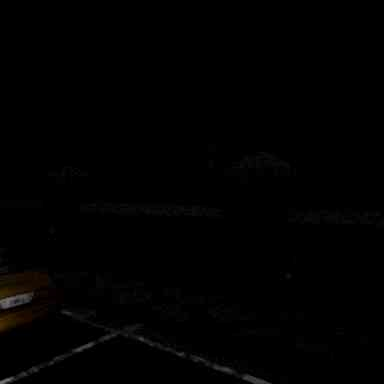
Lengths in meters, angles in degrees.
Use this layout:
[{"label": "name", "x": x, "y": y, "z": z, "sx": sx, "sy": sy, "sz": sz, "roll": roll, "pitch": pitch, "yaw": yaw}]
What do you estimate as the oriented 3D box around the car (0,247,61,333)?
[{"label": "car", "x": -4.367, "y": 1.511, "z": 6.105, "sx": 4.829, "sy": 1.417, "sz": 1.752, "roll": 0, "pitch": 0, "yaw": 36}]
